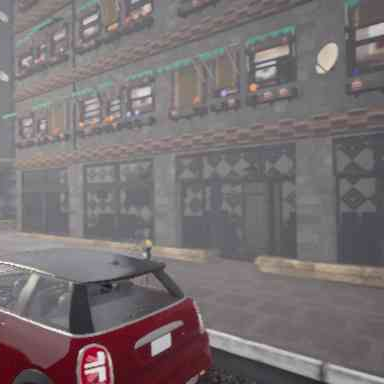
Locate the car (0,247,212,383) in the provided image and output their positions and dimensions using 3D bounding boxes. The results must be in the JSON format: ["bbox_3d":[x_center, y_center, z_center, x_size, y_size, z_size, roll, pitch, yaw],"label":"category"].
[{"bbox_3d":[-1.865,1.439,4.222,4.097,1.590,1.967,0,-1,36],"label":"car"}]
